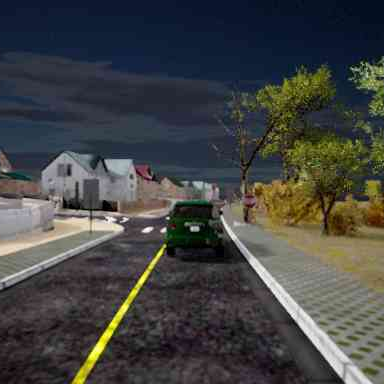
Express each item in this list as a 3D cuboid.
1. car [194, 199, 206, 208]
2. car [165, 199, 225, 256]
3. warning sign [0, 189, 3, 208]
[{"bbox_3d":[1.698,2.289,67.646,2.097,1.767,4.553,0,-1,8],"label":"car"},{"bbox_3d":[0.162,1.366,13.949,2.150,2.045,5.566,0,-1,2],"label":"car"},{"bbox_3d":[-19.206,0.616,32.198,1.060,1.860,1.300,0,2,2],"label":"warning sign"}]
